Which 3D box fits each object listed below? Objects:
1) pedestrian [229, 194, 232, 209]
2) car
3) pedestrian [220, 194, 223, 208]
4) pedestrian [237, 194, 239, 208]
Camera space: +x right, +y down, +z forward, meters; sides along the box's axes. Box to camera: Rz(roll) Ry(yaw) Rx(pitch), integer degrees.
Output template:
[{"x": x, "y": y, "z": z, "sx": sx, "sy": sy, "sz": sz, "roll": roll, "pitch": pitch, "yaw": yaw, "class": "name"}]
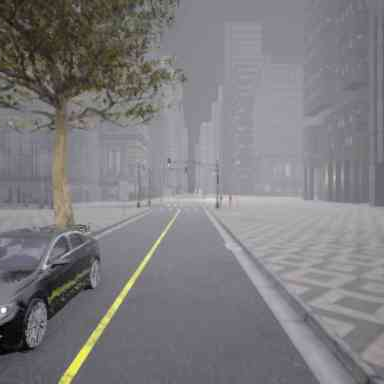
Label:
[{"x": 4.625, "y": 1.085, "z": 40.107, "sx": 0.375, "sy": 1.860, "sz": 0.375, "roll": 0, "pitch": 0, "yaw": 0, "class": "pedestrian"}, {"x": -3.101, "y": 1.478, "z": 6.212, "sx": 2.128, "sy": 1.511, "sz": 4.902, "roll": 0, "pitch": 0, "yaw": 0, "class": "car"}, {"x": 3.625, "y": 1.089, "z": 41.306, "sx": 0.375, "sy": 1.860, "sz": 0.375, "roll": 0, "pitch": 0, "yaw": 0, "class": "pedestrian"}, {"x": 5.625, "y": 1.075, "z": 40.707, "sx": 0.375, "sy": 1.860, "sz": 0.375, "roll": 0, "pitch": 0, "yaw": 0, "class": "pedestrian"}]
